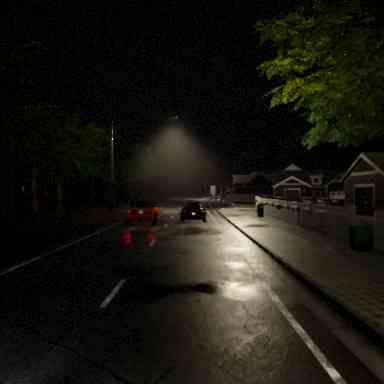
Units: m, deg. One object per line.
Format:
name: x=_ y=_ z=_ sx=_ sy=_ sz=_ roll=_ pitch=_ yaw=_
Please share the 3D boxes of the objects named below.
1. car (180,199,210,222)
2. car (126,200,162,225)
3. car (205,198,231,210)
car: x=0.109 y=1.549 z=26.376 sx=1.994 sy=1.385 sz=4.181 roll=0 pitch=0 yaw=0
car: x=-3.391 y=1.343 z=24.128 sx=2.097 sy=1.767 sz=4.553 roll=0 pitch=0 yaw=0
car: x=2.611 y=1.456 z=42.102 sx=5.357 sy=1.411 sz=2.033 roll=1 pitch=-1 yaw=-42
